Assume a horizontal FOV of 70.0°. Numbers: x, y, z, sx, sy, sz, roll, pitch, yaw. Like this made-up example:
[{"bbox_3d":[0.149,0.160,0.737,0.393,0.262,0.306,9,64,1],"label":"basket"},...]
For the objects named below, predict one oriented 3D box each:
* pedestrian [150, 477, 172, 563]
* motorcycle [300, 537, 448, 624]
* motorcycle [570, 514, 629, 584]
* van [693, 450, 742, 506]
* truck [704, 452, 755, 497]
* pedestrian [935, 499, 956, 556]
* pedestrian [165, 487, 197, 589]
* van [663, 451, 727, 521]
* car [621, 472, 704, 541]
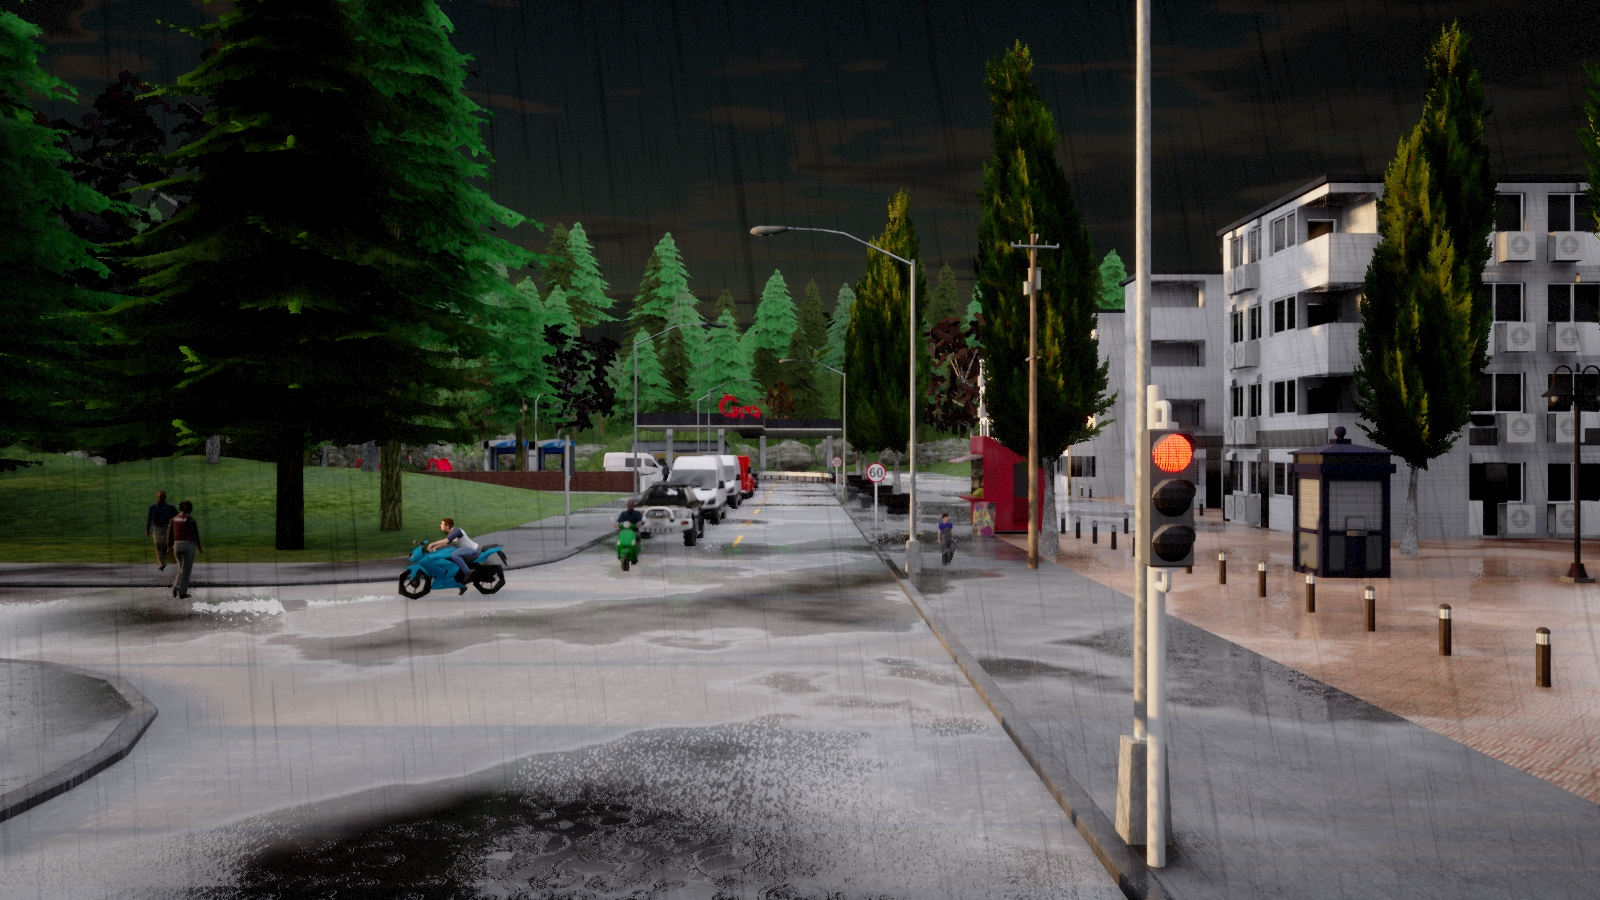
[{"bbox_3d":[-14.041,1.520,25.106,0.375,1.860,0.375,0,0,-35],"label":"pedestrian"},{"bbox_3d":[-6.593,1.990,17.707,2.033,1.145,0.803,0,0,-30],"label":"motorcycle"},{"bbox_3d":[-3.994,1.958,22.883,0.856,1.236,1.805,0,0,0],"label":"motorcycle"},{"bbox_3d":[-4.002,1.305,56.113,1.988,2.561,5.915,0,0,0],"label":"van"},{"bbox_3d":[-3.990,1.338,65.588,2.627,2.467,5.204,0,0,0],"label":"truck"},{"bbox_3d":[3.388,1.800,26.595,0.375,1.300,0.375,0,0,-18],"label":"pedestrian"},{"bbox_3d":[-11.492,1.625,21.201,0.375,1.860,0.375,0,0,5],"label":"pedestrian"},{"bbox_3d":[-4.012,1.307,44.573,1.988,2.561,5.915,0,0,0],"label":"van"},{"bbox_3d":[-4.061,1.639,34.406,1.932,1.855,4.605,0,0,0],"label":"car"}]
